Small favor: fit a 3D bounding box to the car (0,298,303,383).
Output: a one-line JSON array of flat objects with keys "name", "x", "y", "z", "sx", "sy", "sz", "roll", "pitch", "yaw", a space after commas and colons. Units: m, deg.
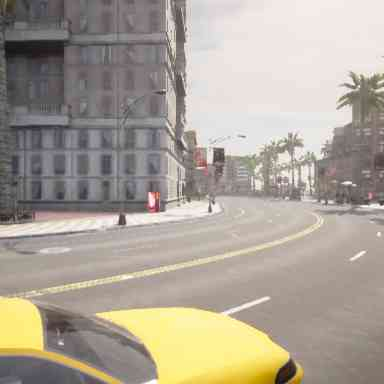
[{"name": "car", "x": -1.459, "y": 1.448, "z": 2.236, "sx": 5.366, "sy": 1.575, "sz": 1.801, "roll": 0, "pitch": 0, "yaw": -35}]
